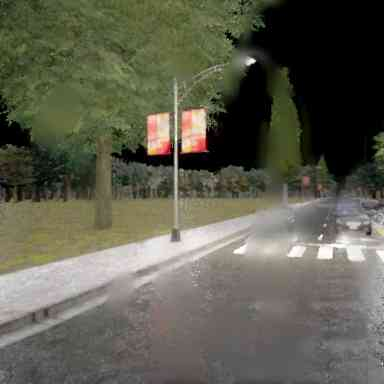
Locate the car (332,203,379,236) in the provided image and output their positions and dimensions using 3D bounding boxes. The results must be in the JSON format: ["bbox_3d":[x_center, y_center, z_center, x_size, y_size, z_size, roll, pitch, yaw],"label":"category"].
[{"bbox_3d":[9.426,1.612,19.685,2.128,1.511,4.902,-1,-1,23],"label":"car"}]

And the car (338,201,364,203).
[{"bbox_3d":[13.206,1.652,28.297,1.882,1.535,5.008,-1,-1,24],"label":"car"}]

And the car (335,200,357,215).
[{"bbox_3d":[17.314,1.728,37.562,2.128,1.511,4.902,-1,-1,24],"label":"car"}]

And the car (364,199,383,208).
[{"bbox_3d":[24.296,1.765,45.457,2.128,1.511,4.902,-1,-1,24],"label":"car"}]
